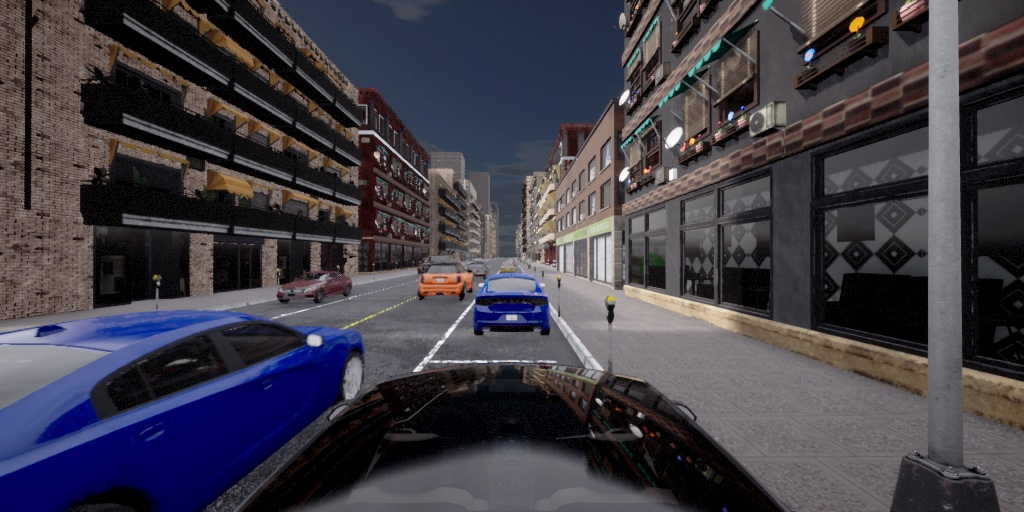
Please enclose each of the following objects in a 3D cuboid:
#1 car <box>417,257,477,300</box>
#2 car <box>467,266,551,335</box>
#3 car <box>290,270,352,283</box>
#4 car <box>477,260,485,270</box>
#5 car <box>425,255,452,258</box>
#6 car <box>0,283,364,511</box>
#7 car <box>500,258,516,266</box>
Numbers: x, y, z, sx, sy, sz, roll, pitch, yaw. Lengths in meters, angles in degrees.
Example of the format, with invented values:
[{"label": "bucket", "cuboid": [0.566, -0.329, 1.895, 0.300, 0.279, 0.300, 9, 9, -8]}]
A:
[{"label": "car", "cuboid": [-3.146, 1.103, 17.854, 2.097, 1.767, 4.553, 0, 0, 0]}, {"label": "car", "cuboid": [-0.005, 1.228, 10.499, 1.882, 1.535, 5.008, 0, 0, 0]}, {"label": "car", "cuboid": [-8.837, 1.333, 16.462, 1.802, 1.307, 4.207, 0, 0, 0]}, {"label": "car", "cuboid": [-3.050, 1.297, 31.796, 2.033, 1.411, 5.357, 0, 0, 0]}, {"label": "car", "cuboid": [-6.243, 0.971, 31.142, 2.150, 2.045, 5.566, 0, 0, 0]}, {"label": "car", "cuboid": [-3.053, 1.228, 3.193, 1.882, 1.535, 5.008, 0, 0, 0]}, {"label": "car", "cuboid": [-0.456, 1.275, 39.173, 1.751, 1.417, 4.829, 0, 0, 0]}]
